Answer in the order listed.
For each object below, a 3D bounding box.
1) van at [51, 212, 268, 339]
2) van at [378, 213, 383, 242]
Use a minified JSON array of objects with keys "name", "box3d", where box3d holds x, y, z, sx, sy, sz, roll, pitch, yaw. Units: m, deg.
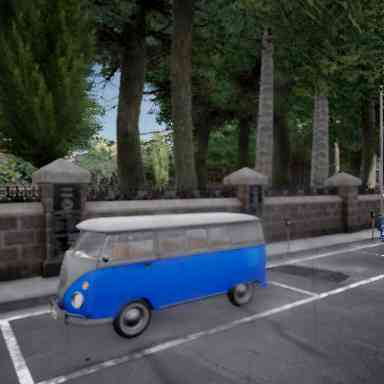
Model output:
[{"name":"van","box3d":[-0.380,1.319,6.267,3.998,1.788,1.690,0,0,-36]},{"name":"van","box3d":[8.829,1.238,12.843,3.998,1.788,1.690,-1,0,-36]}]
